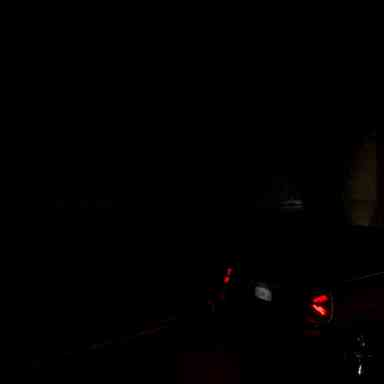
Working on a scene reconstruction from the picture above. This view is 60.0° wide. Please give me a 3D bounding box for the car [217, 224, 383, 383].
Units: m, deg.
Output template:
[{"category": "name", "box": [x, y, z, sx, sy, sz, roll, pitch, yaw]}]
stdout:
[{"category": "car", "box": [2.669, 1.326, 5.531, 4.553, 1.767, 2.097, 0, 0, -35]}]
